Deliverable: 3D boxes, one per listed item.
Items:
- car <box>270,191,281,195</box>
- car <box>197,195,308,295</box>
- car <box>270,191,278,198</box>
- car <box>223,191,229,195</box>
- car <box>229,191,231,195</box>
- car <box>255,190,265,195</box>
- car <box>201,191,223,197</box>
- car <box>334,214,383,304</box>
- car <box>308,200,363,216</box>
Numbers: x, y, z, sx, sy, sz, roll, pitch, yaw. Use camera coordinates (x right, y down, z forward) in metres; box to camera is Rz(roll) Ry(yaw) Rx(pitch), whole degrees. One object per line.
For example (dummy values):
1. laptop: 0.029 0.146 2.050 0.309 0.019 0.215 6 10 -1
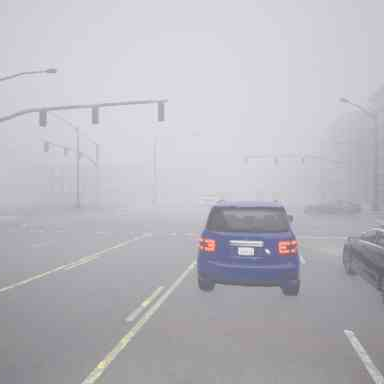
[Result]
1. car: 18.927 0.707 74.740 2.097 1.767 4.553 0 1 11
2. car: 1.544 1.221 8.964 2.150 2.045 5.566 0 0 11
3. car: 20.909 0.609 84.589 1.837 1.490 4.892 0 1 11
4. car: 4.701 0.925 57.693 2.150 2.045 5.566 0 1 12
5. car: 6.834 0.741 67.926 2.150 2.045 5.566 0 1 12
6. car: 15.504 0.904 75.469 1.994 1.385 4.181 0 1 11
7. car: 2.643 1.079 47.512 2.150 2.045 5.566 0 1 11
8. car: 4.806 1.492 7.432 2.128 1.511 4.902 0 0 11
9. car: 12.591 1.456 29.858 2.128 1.511 4.902 -1 1 -44
